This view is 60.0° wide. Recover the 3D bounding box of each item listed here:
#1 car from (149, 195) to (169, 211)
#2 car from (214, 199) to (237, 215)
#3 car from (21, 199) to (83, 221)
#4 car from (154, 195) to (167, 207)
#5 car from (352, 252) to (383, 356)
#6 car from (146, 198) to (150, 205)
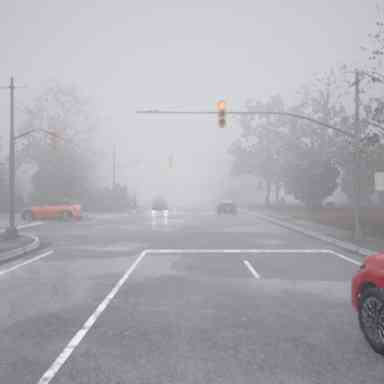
[{"bbox_3d":[-4.078,1.566,42.555,1.837,1.490,4.892,0,0,-3],"label":"car"},{"bbox_3d":[3.426,1.486,34.654,1.882,1.535,5.008,0,0,-1],"label":"car"},{"bbox_3d":[-11.223,1.386,26.725,4.553,1.767,2.097,0,0,6],"label":"car"},{"bbox_3d":[-5.738,1.572,59.881,2.150,2.045,5.566,0,-2,-9],"label":"car"},{"bbox_3d":[3.598,1.221,2.888,2.150,2.045,5.566,0,0,0],"label":"car"},{"bbox_3d":[-9.199,2.051,75.289,2.097,1.767,4.553,0,-1,-16],"label":"car"}]
